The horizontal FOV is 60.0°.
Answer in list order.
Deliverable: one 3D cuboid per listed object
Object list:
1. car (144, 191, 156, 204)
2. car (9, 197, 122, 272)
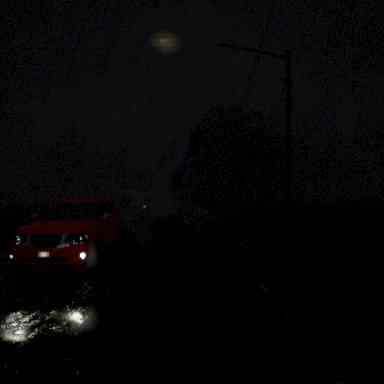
[{"bbox_3d":[-6.689,1.101,53.415,1.882,1.535,5.008,0,1,-6],"label":"car"},{"bbox_3d":[-3.780,1.197,11.083,2.150,2.045,5.566,0,0,-1],"label":"car"}]
